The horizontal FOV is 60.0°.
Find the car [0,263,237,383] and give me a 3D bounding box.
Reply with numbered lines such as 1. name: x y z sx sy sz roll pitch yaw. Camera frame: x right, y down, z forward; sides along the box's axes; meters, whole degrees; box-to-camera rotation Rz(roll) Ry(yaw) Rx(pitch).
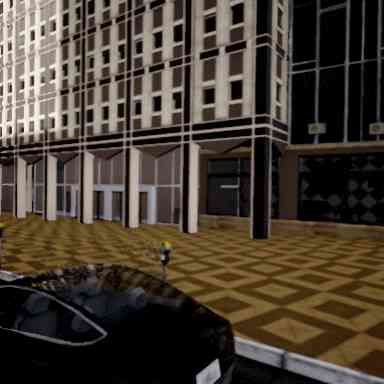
1. car: -1.555 1.559 3.969 4.313 1.339 1.947 0 1 35
